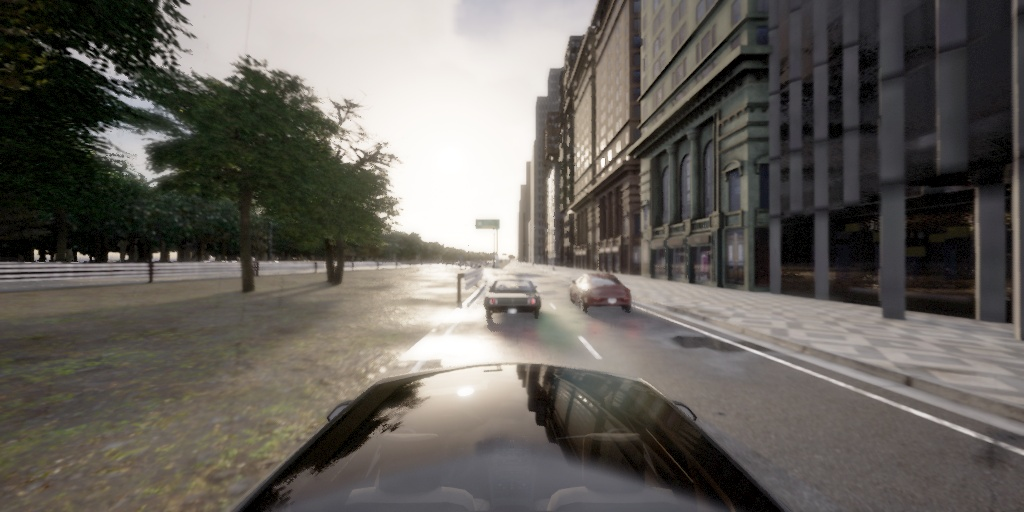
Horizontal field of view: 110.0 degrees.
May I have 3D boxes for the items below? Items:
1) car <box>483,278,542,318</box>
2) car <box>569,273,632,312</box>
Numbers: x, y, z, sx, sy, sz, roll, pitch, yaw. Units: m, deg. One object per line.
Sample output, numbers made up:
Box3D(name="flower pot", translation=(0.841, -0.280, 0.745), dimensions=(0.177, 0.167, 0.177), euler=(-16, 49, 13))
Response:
Box3D(name="car", translation=(0.038, 1.489, 13.578), dimensions=(1.895, 1.301, 4.718), euler=(0, -1, 1))
Box3D(name="car", translation=(3.552, 1.429, 14.934), dimensions=(1.812, 1.442, 4.674), euler=(0, 0, 1))
